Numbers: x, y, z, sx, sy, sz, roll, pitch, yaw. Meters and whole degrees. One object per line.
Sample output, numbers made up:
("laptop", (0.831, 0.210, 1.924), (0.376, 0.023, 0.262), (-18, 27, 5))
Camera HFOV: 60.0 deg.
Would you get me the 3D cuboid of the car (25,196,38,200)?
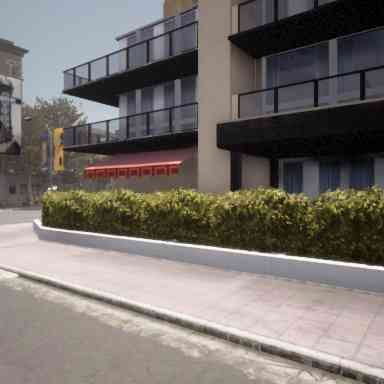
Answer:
("car", (-34.539, 1.481, 68.283), (4.892, 1.521, 2.231), (0, 0, 37))
